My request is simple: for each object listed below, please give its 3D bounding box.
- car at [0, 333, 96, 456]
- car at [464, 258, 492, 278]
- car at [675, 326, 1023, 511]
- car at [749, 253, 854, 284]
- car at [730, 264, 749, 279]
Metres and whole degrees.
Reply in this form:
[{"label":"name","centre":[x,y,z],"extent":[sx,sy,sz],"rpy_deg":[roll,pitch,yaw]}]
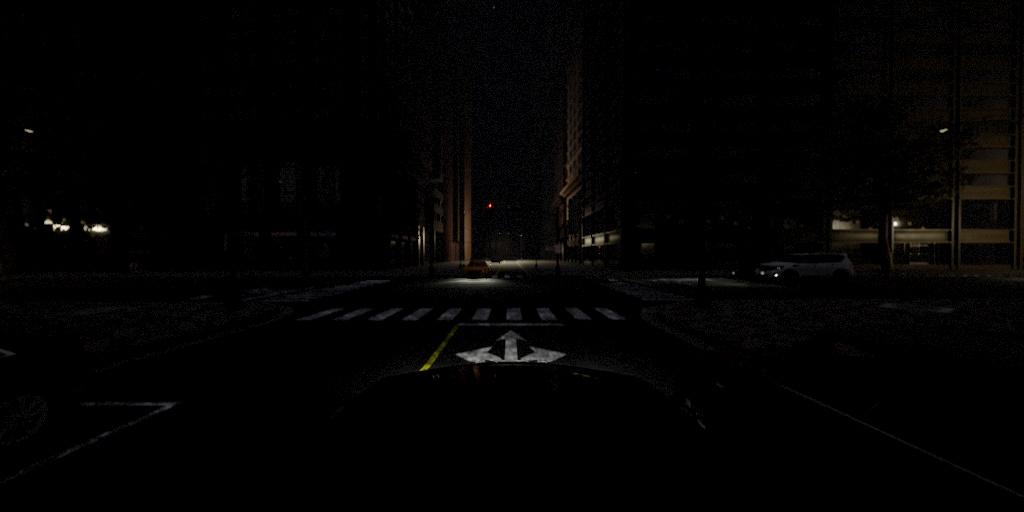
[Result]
[{"label":"car","centre":[-5.764,1.297,2.354],"extent":[2.007,1.370,4.403],"rpy_deg":[0,0,0]},{"label":"car","centre":[-3.047,1.118,31.445],"extent":[1.882,1.535,5.008],"rpy_deg":[0,1,0]},{"label":"car","centre":[2.761,1.186,2.388],"extent":[1.967,1.591,4.097],"rpy_deg":[0,0,0]},{"label":"car","centre":[19.573,0.789,24.065],"extent":[5.566,2.045,2.150],"rpy_deg":[0,1,0]},{"label":"car","centre":[19.343,1.026,27.315],"extent":[4.902,1.511,2.128],"rpy_deg":[0,1,0]}]
